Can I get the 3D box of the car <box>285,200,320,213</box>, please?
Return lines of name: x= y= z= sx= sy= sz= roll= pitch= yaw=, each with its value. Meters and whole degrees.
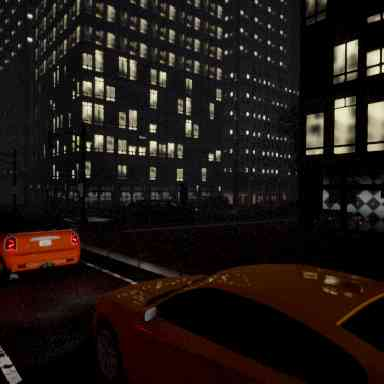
car: x=14.500 y=1.846 z=43.574 sx=5.008 sy=1.535 sz=1.882 roll=1 pitch=1 yaw=-39

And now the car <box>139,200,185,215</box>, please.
car: x=-3.228 y=1.647 z=36.635 sx=4.829 sy=1.417 sz=1.752 roll=1 pitch=0 yaw=-39

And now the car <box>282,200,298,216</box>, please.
car: x=10.945 y=1.935 z=37.358 sx=4.206 sy=1.307 sz=1.802 roll=1 pitch=0 yaw=-39

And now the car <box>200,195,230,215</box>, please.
car: x=1.882 y=1.423 z=37.430 sx=5.566 sy=2.045 sz=2.150 roll=1 pitch=1 yaw=-39

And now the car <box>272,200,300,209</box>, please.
car: x=14.403 y=1.881 z=50.969 sx=4.313 sy=1.339 sz=1.947 roll=1 pitch=0 yaw=-39

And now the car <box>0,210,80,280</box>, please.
car: x=-5.189 y=1.347 z=10.304 sx=2.097 sy=1.767 sz=4.553 roll=0 pitch=0 yaw=-40

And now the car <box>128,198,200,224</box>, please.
car: x=-2.181 y=1.523 z=26.684 sx=5.009 sy=1.841 sz=2.192 roll=1 pitch=0 yaw=-39

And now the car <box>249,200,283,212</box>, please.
car: x=9.767 y=1.814 z=43.838 sx=4.674 sy=1.442 sz=1.812 roll=1 pitch=1 yaw=-39

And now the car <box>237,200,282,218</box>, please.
car: x=6.701 y=1.832 z=33.907 sx=4.829 sy=1.417 sz=1.752 roll=1 pitch=0 yaw=-39

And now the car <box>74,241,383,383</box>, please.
car: x=0.743 y=1.476 z=3.256 sx=1.882 sy=1.535 sz=5.008 roll=0 pitch=0 yaw=-40

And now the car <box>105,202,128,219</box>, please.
car: x=-5.797 y=1.642 z=31.206 sx=4.674 sy=1.442 sz=1.812 roll=1 pitch=1 yaw=-38
